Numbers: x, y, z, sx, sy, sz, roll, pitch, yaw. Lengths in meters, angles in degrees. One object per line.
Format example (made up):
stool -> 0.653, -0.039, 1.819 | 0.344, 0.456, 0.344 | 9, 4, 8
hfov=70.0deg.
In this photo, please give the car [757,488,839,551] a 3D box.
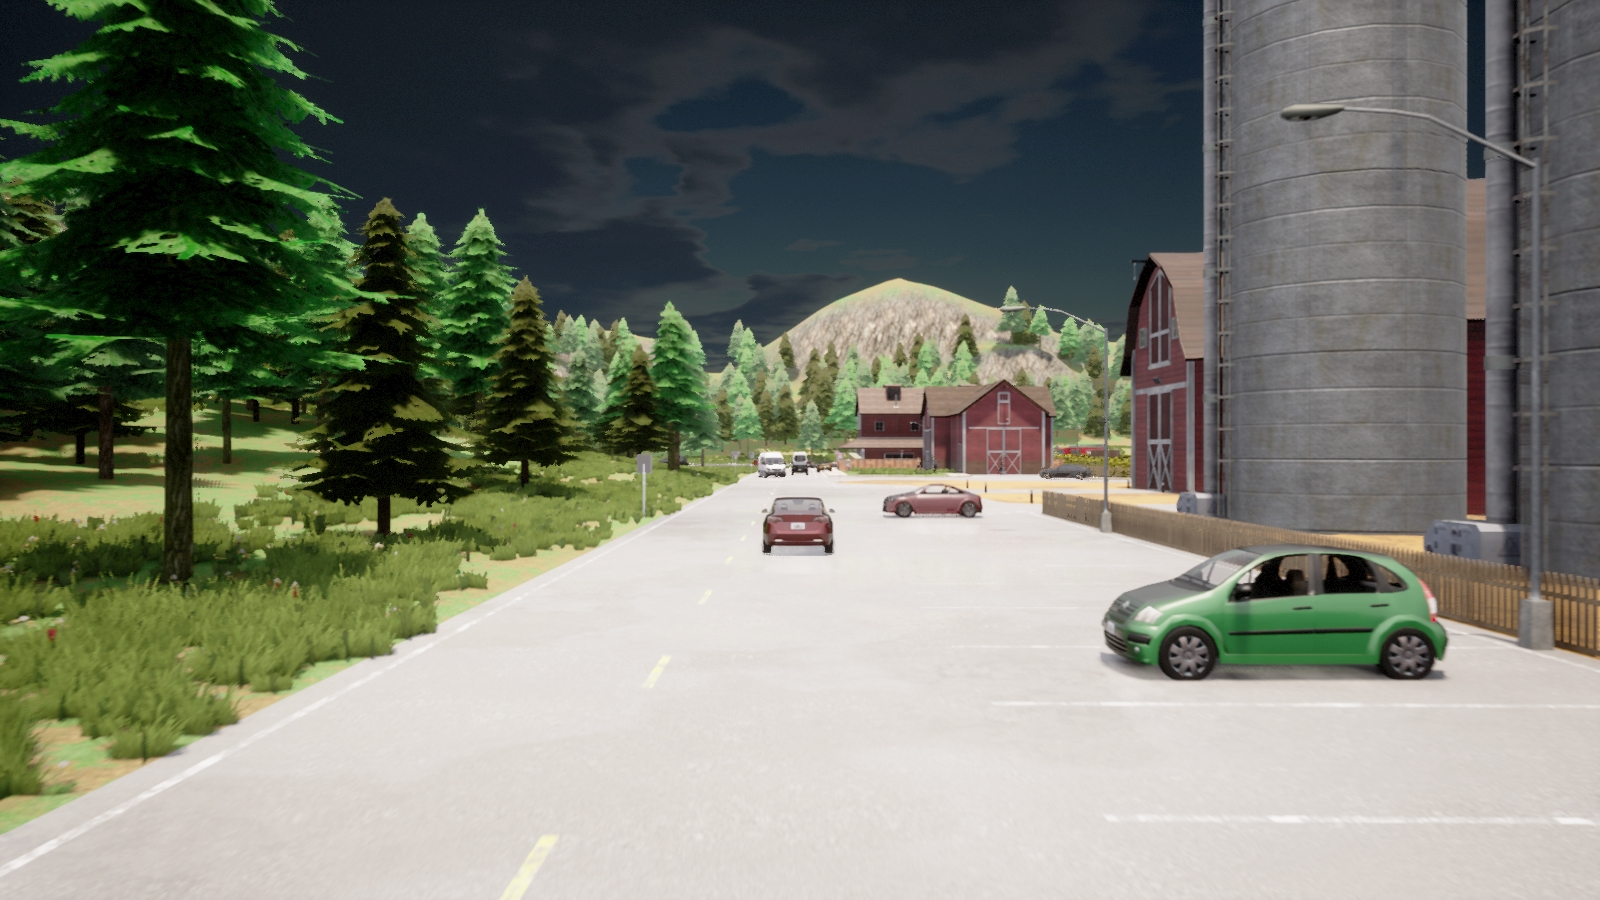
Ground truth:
car -> -0.051, 1.923, 32.651 | 2.163, 1.488, 4.792 | 0, 0, 0
